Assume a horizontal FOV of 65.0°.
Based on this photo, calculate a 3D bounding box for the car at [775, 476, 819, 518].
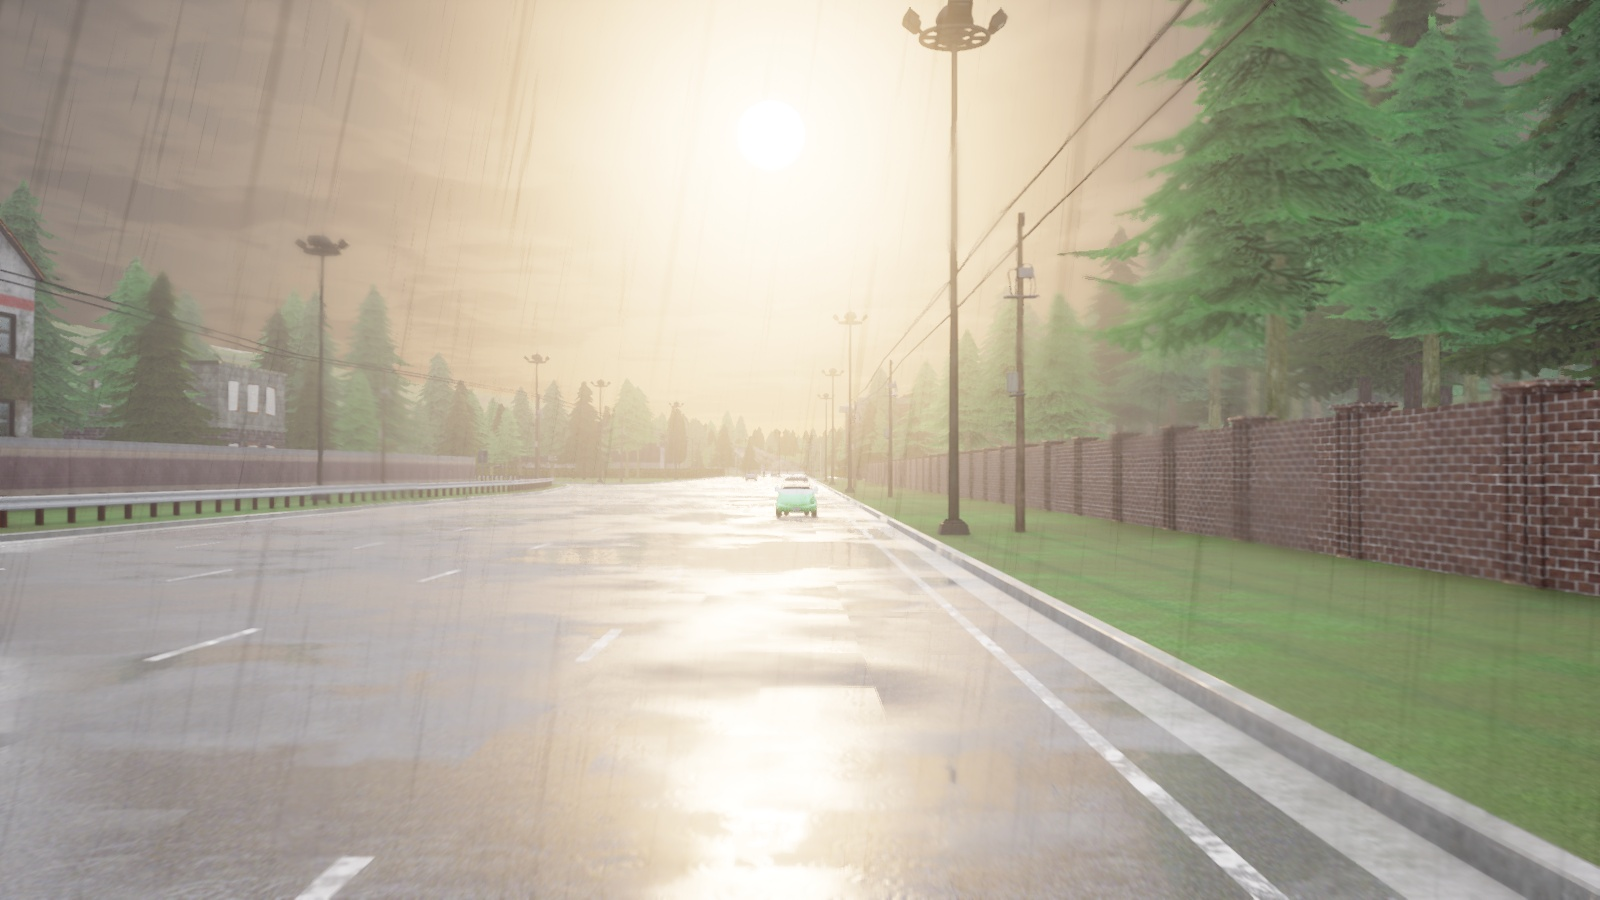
[{"bbox_3d":[-0.103,1.587,42.884,1.481,1.376,2.207,0,-1,0],"label":"car"}]
